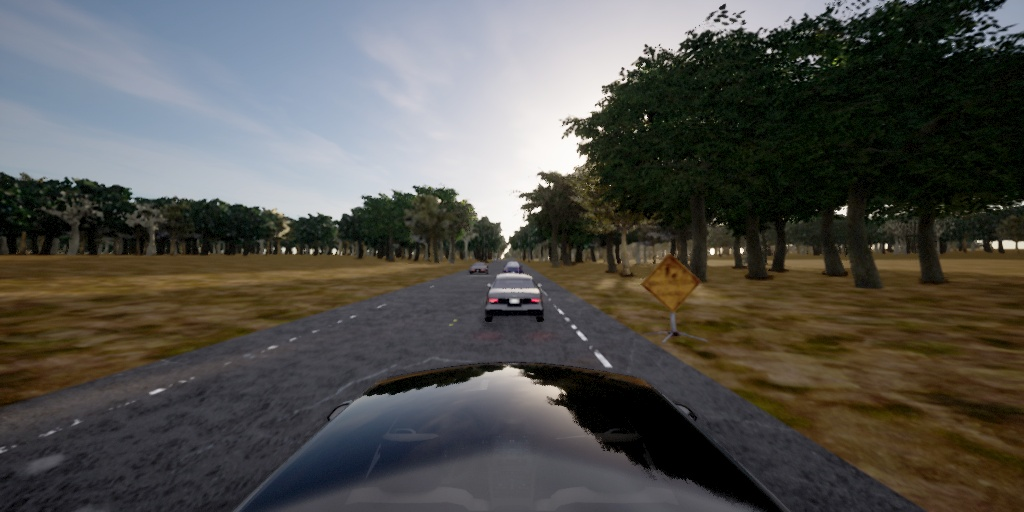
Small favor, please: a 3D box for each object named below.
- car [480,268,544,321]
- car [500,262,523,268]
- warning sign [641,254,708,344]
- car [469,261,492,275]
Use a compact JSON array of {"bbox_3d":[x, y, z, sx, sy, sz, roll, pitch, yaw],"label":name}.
[{"bbox_3d":[0.078,1.309,12.490,2.033,1.411,5.357,0,0,0],"label":"car"},{"bbox_3d":[0.092,1.308,34.543,1.812,1.442,4.674,0,0,0],"label":"car"},{"bbox_3d":[3.549,0.872,7.854,1.300,1.860,1.060,0,0,0],"label":"warning sign"},{"bbox_3d":[-3.599,1.352,39.764,1.994,1.385,4.181,0,0,0],"label":"car"}]
